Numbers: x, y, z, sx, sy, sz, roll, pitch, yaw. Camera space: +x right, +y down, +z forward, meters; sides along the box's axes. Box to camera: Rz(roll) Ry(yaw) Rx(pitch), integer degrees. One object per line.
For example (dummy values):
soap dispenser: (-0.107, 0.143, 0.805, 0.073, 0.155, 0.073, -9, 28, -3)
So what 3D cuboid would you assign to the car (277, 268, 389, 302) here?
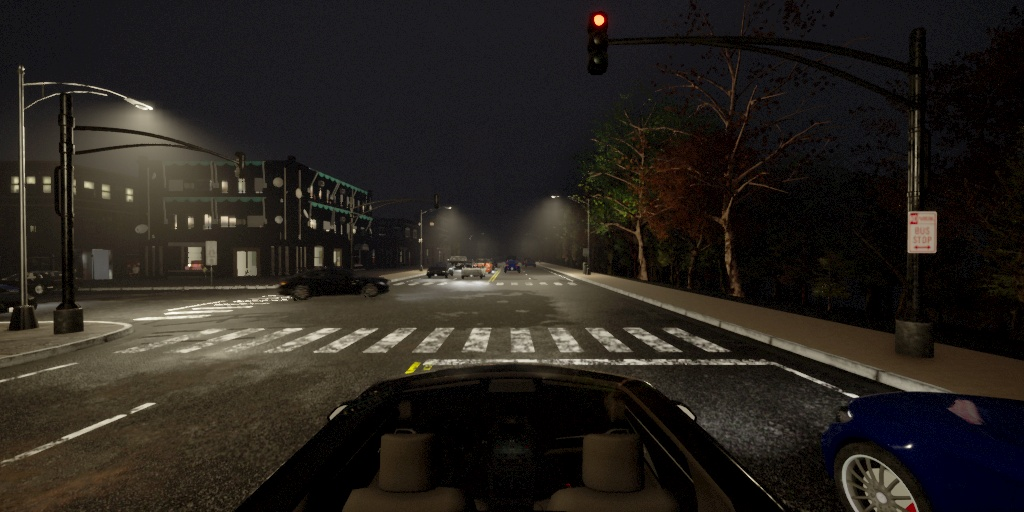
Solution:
car: (-8.209, 1.283, 16.772, 4.674, 1.442, 1.812, -1, 0, -17)

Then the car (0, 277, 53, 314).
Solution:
car: (-19.970, 1.565, 12.853, 4.313, 1.339, 1.948, 0, 0, 0)

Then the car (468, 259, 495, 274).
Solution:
car: (-3.423, 1.088, 41.254, 2.097, 1.767, 4.553, 0, 0, 0)

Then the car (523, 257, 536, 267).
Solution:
car: (3.227, 1.274, 63.694, 2.033, 1.411, 5.357, 0, 0, 0)

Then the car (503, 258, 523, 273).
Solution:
car: (0.016, 1.261, 43.841, 1.812, 1.442, 4.674, 0, 0, 0)

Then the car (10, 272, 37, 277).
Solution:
car: (-24.303, 1.547, 15.560, 4.674, 1.442, 1.812, -1, 1, 0)

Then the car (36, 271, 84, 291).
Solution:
car: (-28.321, 1.560, 21.348, 4.403, 1.370, 2.007, 0, 0, 0)

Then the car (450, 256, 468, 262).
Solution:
car: (-6.674, 0.957, 44.237, 2.150, 2.045, 5.566, 0, 0, 0)

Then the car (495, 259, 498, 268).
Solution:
car: (-3.436, 1.224, 51.286, 2.128, 1.511, 4.902, 0, 0, 0)

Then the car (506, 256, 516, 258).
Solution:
car: (-0.123, 0.950, 64.514, 2.150, 2.045, 5.566, 0, 0, 0)

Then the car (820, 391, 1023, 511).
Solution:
car: (3.358, 1.276, 0.888, 1.812, 1.442, 4.674, 0, 0, 1)

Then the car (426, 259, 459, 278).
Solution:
car: (-6.659, 1.287, 34.001, 2.033, 1.411, 5.357, 0, 0, 0)

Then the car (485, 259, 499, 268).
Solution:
car: (-3.431, 1.219, 61.705, 2.128, 1.511, 4.902, 0, 0, 0)

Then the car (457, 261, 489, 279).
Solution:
car: (-3.407, 1.341, 32.282, 1.895, 1.301, 4.718, 0, 0, 0)
